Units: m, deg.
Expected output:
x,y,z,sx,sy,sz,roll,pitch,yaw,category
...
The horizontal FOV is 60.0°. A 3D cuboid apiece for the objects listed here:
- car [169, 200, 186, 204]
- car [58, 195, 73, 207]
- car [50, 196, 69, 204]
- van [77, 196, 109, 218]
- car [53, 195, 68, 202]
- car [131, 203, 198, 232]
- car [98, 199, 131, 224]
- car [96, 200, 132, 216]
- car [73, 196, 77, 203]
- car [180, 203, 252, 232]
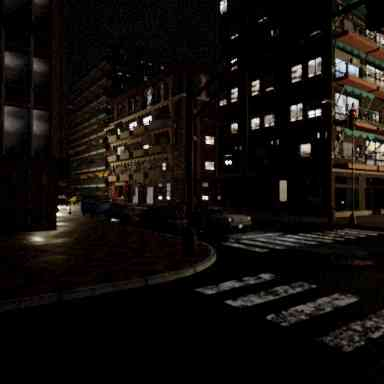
x,y,z,sx,sy,sz,roll,pitch,yaw,category
-1.659,1.481,34.014,1.752,1.417,4.829,0,0,-36,car
-19.713,1.503,49.377,1.895,1.301,4.718,0,0,-36,car
-24.451,1.451,61.263,2.033,1.411,5.357,0,0,-35,car
-8.364,1.262,28.985,1.690,1.788,3.998,0,0,-36,van
-28.005,1.354,70.666,1.967,1.590,4.097,0,0,-36,car
-1.753,1.522,19.787,1.802,1.307,4.206,0,0,-36,car
-4.959,1.455,24.248,1.752,1.417,4.829,0,0,-36,car
-7.634,1.492,32.406,1.994,1.385,4.181,0,0,-36,car
-21.493,1.441,61.607,1.752,1.417,4.829,0,0,-36,car
1.360,1.555,19.906,1.895,1.301,4.718,0,0,-36,car
